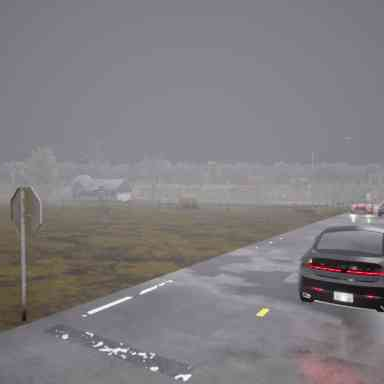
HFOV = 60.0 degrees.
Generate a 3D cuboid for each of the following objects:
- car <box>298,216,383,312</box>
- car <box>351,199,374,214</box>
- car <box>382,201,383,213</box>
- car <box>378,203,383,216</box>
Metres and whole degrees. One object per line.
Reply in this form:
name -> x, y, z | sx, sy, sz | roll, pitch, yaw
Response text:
car -> 3.812, 1.517, 7.633 | 1.837, 1.490, 4.892 | 0, 0, 32
car -> 20.031, 1.644, 39.049 | 2.097, 1.767, 4.553 | 0, -1, 32
car -> 25.428, 1.896, 42.540 | 1.812, 1.442, 4.674 | 0, -1, 32
car -> 20.272, 1.796, 34.106 | 1.994, 1.385, 4.181 | 0, -1, 32
